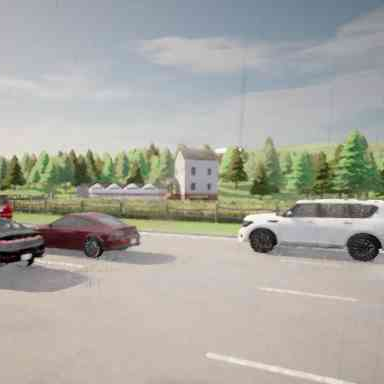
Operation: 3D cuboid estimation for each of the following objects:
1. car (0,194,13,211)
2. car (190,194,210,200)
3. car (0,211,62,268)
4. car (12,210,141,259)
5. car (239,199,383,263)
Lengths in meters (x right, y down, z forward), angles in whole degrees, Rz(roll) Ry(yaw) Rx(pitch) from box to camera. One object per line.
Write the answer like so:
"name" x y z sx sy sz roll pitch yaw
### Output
"car" -13.386 1.094 20.094 5.566 2.045 2.150 1 0 23
"car" 1.632 1.198 72.453 4.605 1.855 1.932 1 0 23
"car" -6.465 1.430 9.494 4.902 1.511 2.128 1 0 23
"car" -4.110 1.485 12.288 4.674 1.442 1.812 1 0 23
"car" 4.595 1.264 12.357 5.566 2.045 2.150 1 0 23
